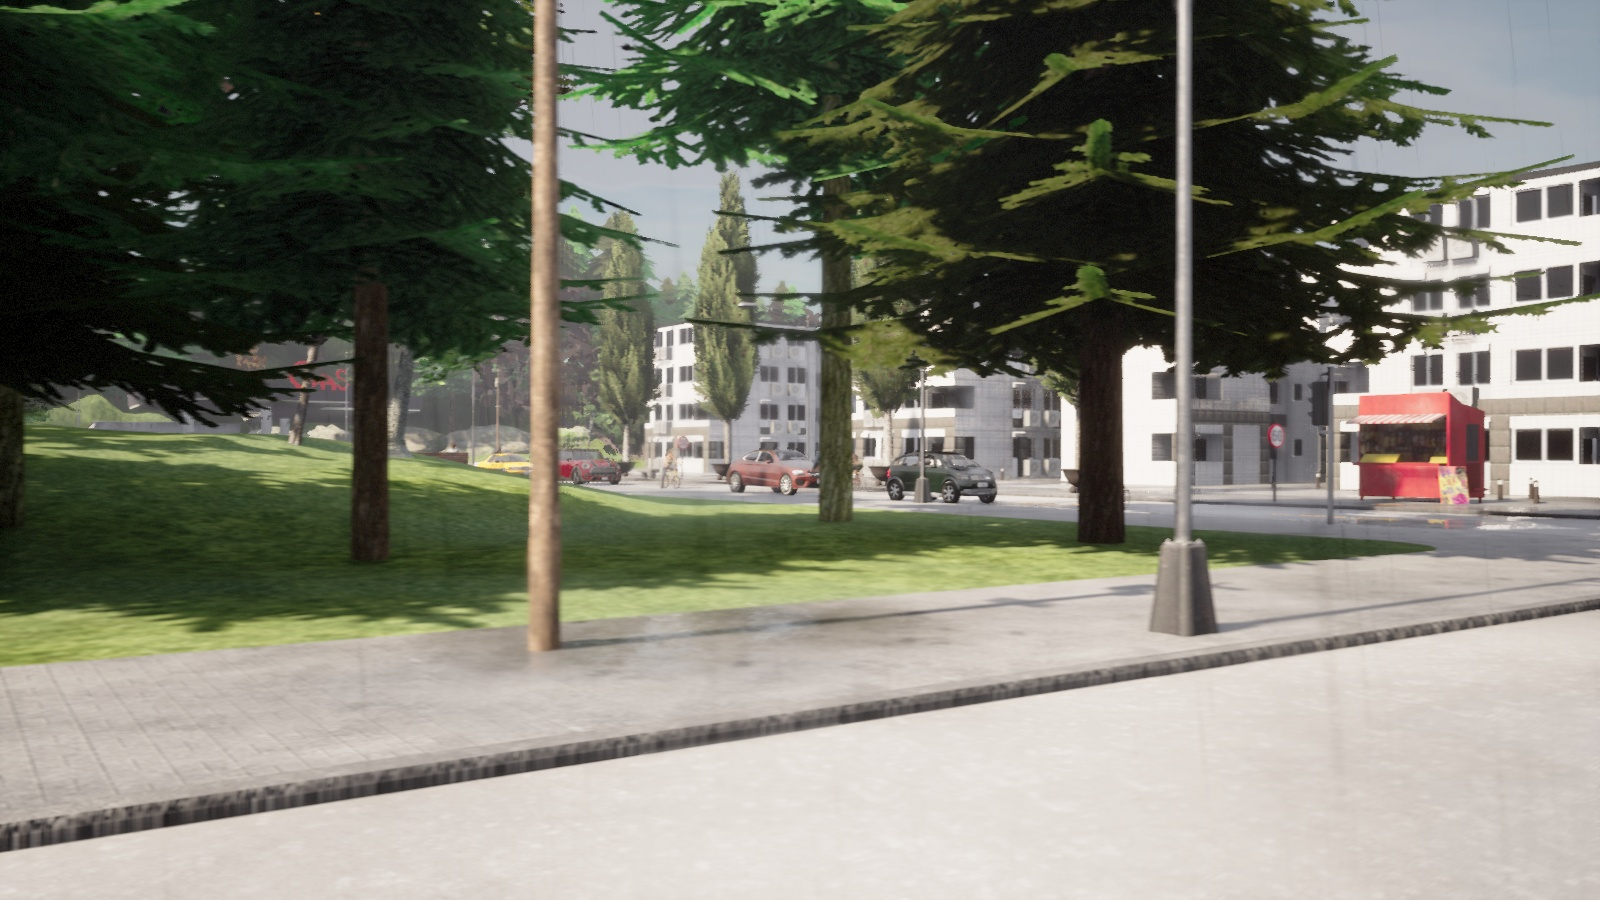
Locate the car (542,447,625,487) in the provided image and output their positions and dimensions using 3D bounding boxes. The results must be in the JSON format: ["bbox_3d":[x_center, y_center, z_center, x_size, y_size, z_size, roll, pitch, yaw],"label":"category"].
[{"bbox_3d":[-10.179,0.769,58.812,2.097,1.767,4.553,0,0,-35],"label":"car"}]

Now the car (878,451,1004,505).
[{"bbox_3d":[4.234,0.808,38.078,1.789,1.549,3.705,0,0,-35],"label":"car"}]

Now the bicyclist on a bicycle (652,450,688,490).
[{"bbox_3d":[-5.376,0.820,51.915,0.866,1.612,1.509,0,0,-34],"label":"bicyclist on a bicycle"}]

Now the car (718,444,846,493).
[{"bbox_3d":[-0.717,0.636,45.197,2.152,1.651,5.027,0,0,-35],"label":"car"}]

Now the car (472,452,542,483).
[{"bbox_3d":[-15.598,0.880,66.629,1.801,1.575,5.366,0,0,-35],"label":"car"}]
